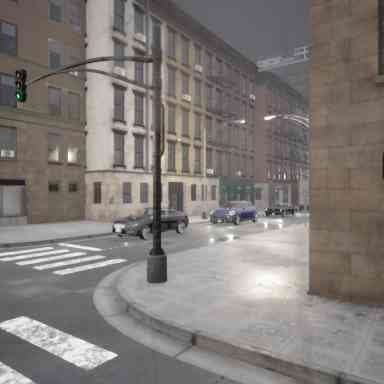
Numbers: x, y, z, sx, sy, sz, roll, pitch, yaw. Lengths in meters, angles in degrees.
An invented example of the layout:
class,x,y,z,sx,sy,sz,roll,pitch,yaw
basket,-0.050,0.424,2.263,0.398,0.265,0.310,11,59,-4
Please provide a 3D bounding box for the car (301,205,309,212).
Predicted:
class,x,y,z,sx,sy,sz,roll,pitch,yaw
car,14.890,1.832,41.566,1.895,1.301,4.718,0,0,36

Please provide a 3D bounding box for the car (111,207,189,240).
class,x,y,z,sx,sy,sz,roll,pitch,yaw
car,-2.086,1.568,17.788,2.128,1.511,4.902,0,0,35

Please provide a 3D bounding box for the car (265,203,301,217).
class,x,y,z,sx,sy,sz,roll,pitch,yaw
car,8.976,1.777,33.316,1.895,1.301,4.718,0,0,35

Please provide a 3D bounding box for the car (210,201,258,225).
class,x,y,z,sx,sy,sz,roll,pitch,yaw
car,3.254,1.476,25.306,2.097,1.767,4.553,0,0,36
